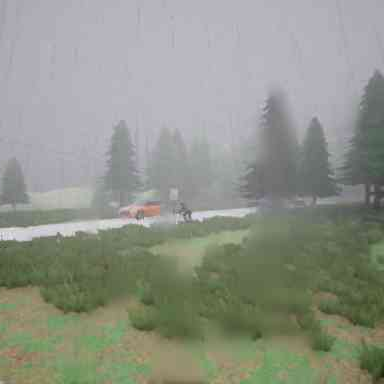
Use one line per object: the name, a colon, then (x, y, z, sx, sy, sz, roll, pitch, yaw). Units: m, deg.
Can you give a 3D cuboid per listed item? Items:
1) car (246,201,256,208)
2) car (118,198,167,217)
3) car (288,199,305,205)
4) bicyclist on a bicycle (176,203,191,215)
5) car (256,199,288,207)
car: (9.602, 1.686, 48.284, 1.895, 1.301, 4.718, 0, 0, 35)
car: (-4.194, 1.438, 28.702, 2.097, 1.767, 4.553, 0, 0, 35)
car: (16.320, 1.571, 52.274, 1.882, 1.535, 5.008, 0, 0, 35)
bicyclist on a bicycle: (-0.543, 1.546, 22.333, 1.656, 1.620, 0.582, -1, -1, 35)
car: (10.689, 1.695, 44.142, 1.895, 1.301, 4.718, 0, 0, 35)
